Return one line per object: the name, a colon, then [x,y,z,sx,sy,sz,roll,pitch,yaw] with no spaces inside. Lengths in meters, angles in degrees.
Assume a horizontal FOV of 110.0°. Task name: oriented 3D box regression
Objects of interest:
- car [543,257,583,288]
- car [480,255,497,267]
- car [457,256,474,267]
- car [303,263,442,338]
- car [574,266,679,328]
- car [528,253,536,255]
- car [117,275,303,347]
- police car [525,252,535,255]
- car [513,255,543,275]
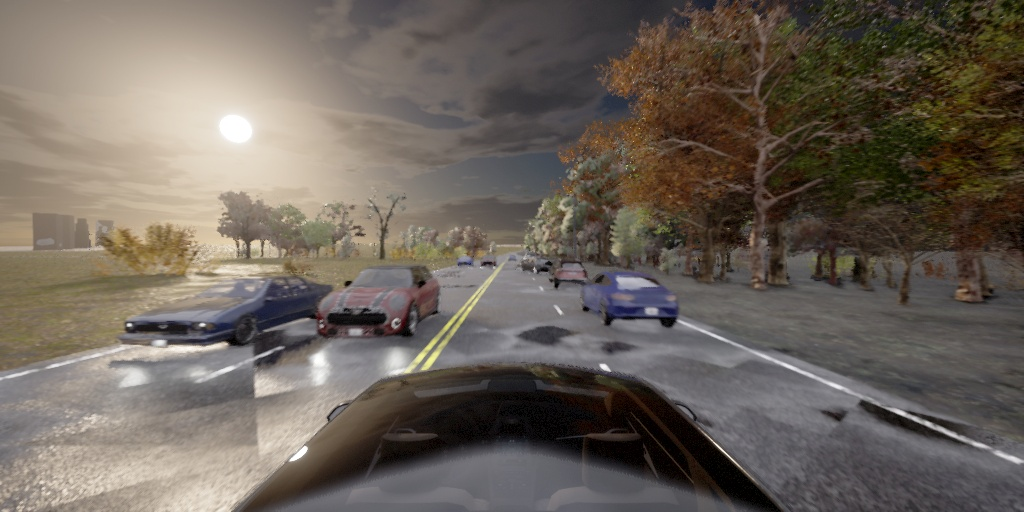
car: [3.276,0.942,21.647,2.033,1.649,4.856,1,2,0]
car: [-3.265,0.608,50.543,2.097,1.767,4.553,0,1,1]
car: [-6.515,0.736,50.431,1.882,1.535,5.008,0,1,1]
car: [-3.345,1.017,9.911,2.097,1.767,4.553,0,1,0]
car: [3.260,1.148,10.666,1.812,1.442,4.674,1,-1,0]
car: [3.266,0.757,43.846,1.801,1.575,5.366,-1,1,0]
car: [-6.599,1.220,9.366,2.033,1.411,5.357,0,1,0]
police car: [3.304,0.607,54.775,1.930,1.638,5.238,1,-1,0]
car: [2.234,0.925,34.178,1.837,1.490,4.892,0,1,-27]
